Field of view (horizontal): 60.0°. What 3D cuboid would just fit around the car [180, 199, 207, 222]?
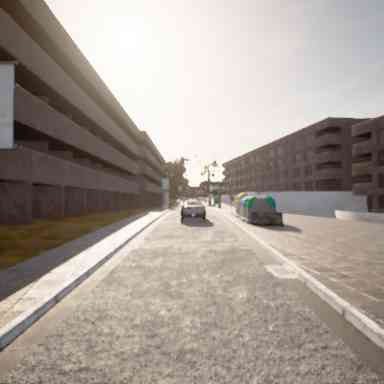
[{"bbox_3d":[0.098,1.382,25.204,2.128,1.511,4.902,0,0,0],"label":"car"}]

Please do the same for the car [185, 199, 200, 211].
[{"bbox_3d":[0.096,1.682,43.626,1.812,1.442,4.674,0,-1,0],"label":"car"}]
